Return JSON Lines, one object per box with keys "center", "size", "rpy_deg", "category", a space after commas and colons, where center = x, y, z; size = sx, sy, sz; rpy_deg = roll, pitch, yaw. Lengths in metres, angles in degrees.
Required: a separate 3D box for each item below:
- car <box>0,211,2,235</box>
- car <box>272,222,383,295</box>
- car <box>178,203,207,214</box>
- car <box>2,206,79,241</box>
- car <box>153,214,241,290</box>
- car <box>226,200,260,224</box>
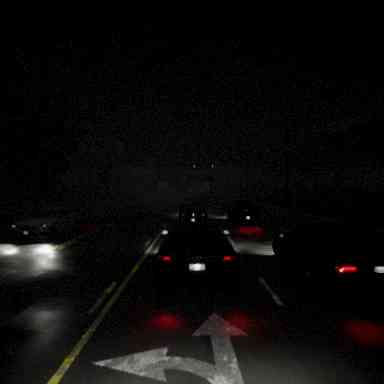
{"center": [-10.544, 1.421, 15.286], "size": [2.128, 1.511, 4.902], "rpy_deg": [0, 0, 1], "category": "car"}
{"center": [3.596, 1.513, 8.828], "size": [2.033, 1.411, 5.357], "rpy_deg": [0, 0, 0], "category": "car"}
{"center": [-0.033, 1.456, 23.320], "size": [1.895, 1.301, 4.718], "rpy_deg": [0, 1, -3], "category": "car"}
{"center": [-7.032, 1.444, 16.425], "size": [1.812, 1.442, 4.674], "rpy_deg": [0, 0, 0], "category": "car"}
{"center": [0.102, 1.529, 8.994], "size": [1.994, 1.385, 4.181], "rpy_deg": [0, 0, 0], "category": "car"}
{"center": [3.600, 1.357, 23.741], "size": [1.837, 1.490, 4.892], "rpy_deg": [0, 1, 0], "category": "car"}
